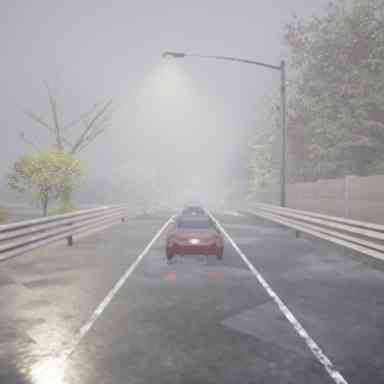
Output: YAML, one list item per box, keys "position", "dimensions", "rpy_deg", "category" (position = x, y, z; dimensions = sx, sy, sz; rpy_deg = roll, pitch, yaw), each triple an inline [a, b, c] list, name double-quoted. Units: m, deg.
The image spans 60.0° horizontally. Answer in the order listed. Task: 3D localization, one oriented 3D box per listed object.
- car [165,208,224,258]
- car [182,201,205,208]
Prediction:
- position: [0.090, 1.523, 12.531]
  dimensions: [1.994, 1.385, 4.181]
  rpy_deg: [0, 0, 0]
  category: "car"
- position: [0.135, 1.528, 28.201]
  dimensions: [1.812, 1.442, 4.674]
  rpy_deg: [0, -1, 0]
  category: "car"
